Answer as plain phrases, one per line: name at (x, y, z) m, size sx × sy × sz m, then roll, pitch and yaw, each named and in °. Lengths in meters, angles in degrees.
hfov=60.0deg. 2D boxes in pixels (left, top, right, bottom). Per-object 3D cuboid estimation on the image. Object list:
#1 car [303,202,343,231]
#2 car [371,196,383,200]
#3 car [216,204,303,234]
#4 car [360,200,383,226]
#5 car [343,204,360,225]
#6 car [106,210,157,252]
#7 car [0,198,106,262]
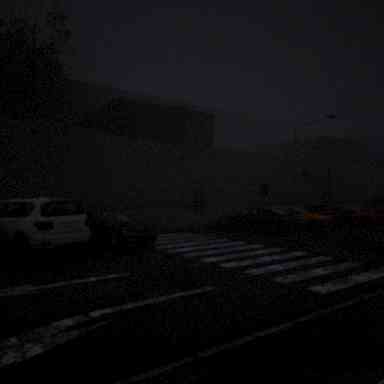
car at (6.201, 1.524, 20.840) m, size 5.366 × 1.575 × 1.946 m, roll -1°, pitch -1°, yaw 35°
car at (15.788, 1.458, 27.850) m, size 4.553 × 1.767 × 2.185 m, roll -1°, pitch -1°, yaw 34°
car at (3.620, 1.558, 19.208) m, size 4.674 × 1.452 × 2.002 m, roll -1°, pitch -1°, yaw 35°
car at (11.060, 1.554, 24.301) m, size 5.366 × 1.575 × 1.946 m, roll -1°, pitch -1°, yaw 35°
car at (8.450, 1.574, 22.687) m, size 4.792 × 1.488 × 2.163 m, roll -1°, pitch -1°, yaw 35°
car at (-3.669, 1.498, 14.031) m, size 4.892 × 1.521 × 2.231 m, roll -1°, pitch -1°, yaw 34°
car at (-6.124, 1.243, 12.305) m, size 5.566 × 2.045 × 2.435 m, roll -1°, pitch -1°, yaw 35°
